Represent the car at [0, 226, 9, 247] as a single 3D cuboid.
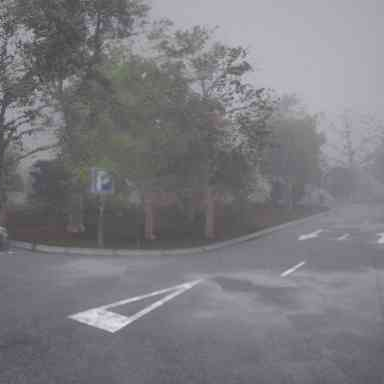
[{"bbox_3d":[-9.524,1.593,12.601,2.002,1.452,4.674,0,0,35],"label":"car"}]
